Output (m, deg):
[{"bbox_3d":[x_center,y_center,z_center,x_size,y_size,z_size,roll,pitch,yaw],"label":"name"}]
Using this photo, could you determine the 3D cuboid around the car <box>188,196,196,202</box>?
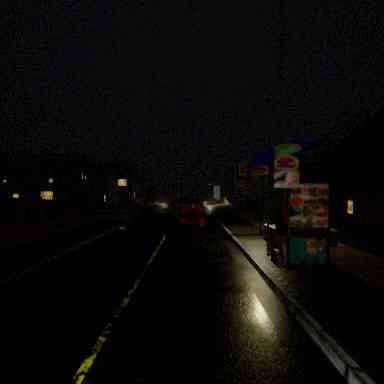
[{"bbox_3d":[0.088,1.815,84.460,2.033,1.411,5.357,0,0,0],"label":"car"}]

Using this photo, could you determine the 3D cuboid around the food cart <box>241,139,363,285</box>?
[{"bbox_3d":[3.045,0.468,10.545,2.280,3.560,4.660,1,1,0],"label":"food cart"}]

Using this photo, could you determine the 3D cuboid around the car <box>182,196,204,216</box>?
[{"bbox_3d":[0.121,1.400,33.625,2.097,1.767,4.553,0,0,0],"label":"car"}]

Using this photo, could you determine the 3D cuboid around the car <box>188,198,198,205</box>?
[{"bbox_3d":[0.164,1.750,62.551,1.895,1.301,4.718,0,0,0],"label":"car"}]

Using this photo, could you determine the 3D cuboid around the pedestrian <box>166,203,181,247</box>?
[{"bbox_3d":[-0.748,1.300,13.394,0.375,1.860,0.375,-1,1,0],"label":"pedestrian"}]
